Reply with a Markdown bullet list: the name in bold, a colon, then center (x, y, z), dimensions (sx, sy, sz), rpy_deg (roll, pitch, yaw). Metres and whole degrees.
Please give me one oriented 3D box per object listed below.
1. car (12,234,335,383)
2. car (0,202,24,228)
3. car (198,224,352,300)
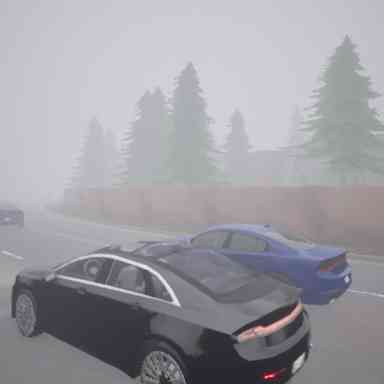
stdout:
- **car**: center (-0.823, 1.486, 4.858), dimensions (4.902, 1.511, 2.128), rpy_deg (1, 0, 38)
- **car**: center (-11.878, 1.373, 20.547), dimensions (1.882, 1.535, 5.008), rpy_deg (0, 0, -40)
- **car**: center (1.006, 1.486, 7.858), dimensions (5.008, 1.535, 1.882), rpy_deg (1, 0, 38)
